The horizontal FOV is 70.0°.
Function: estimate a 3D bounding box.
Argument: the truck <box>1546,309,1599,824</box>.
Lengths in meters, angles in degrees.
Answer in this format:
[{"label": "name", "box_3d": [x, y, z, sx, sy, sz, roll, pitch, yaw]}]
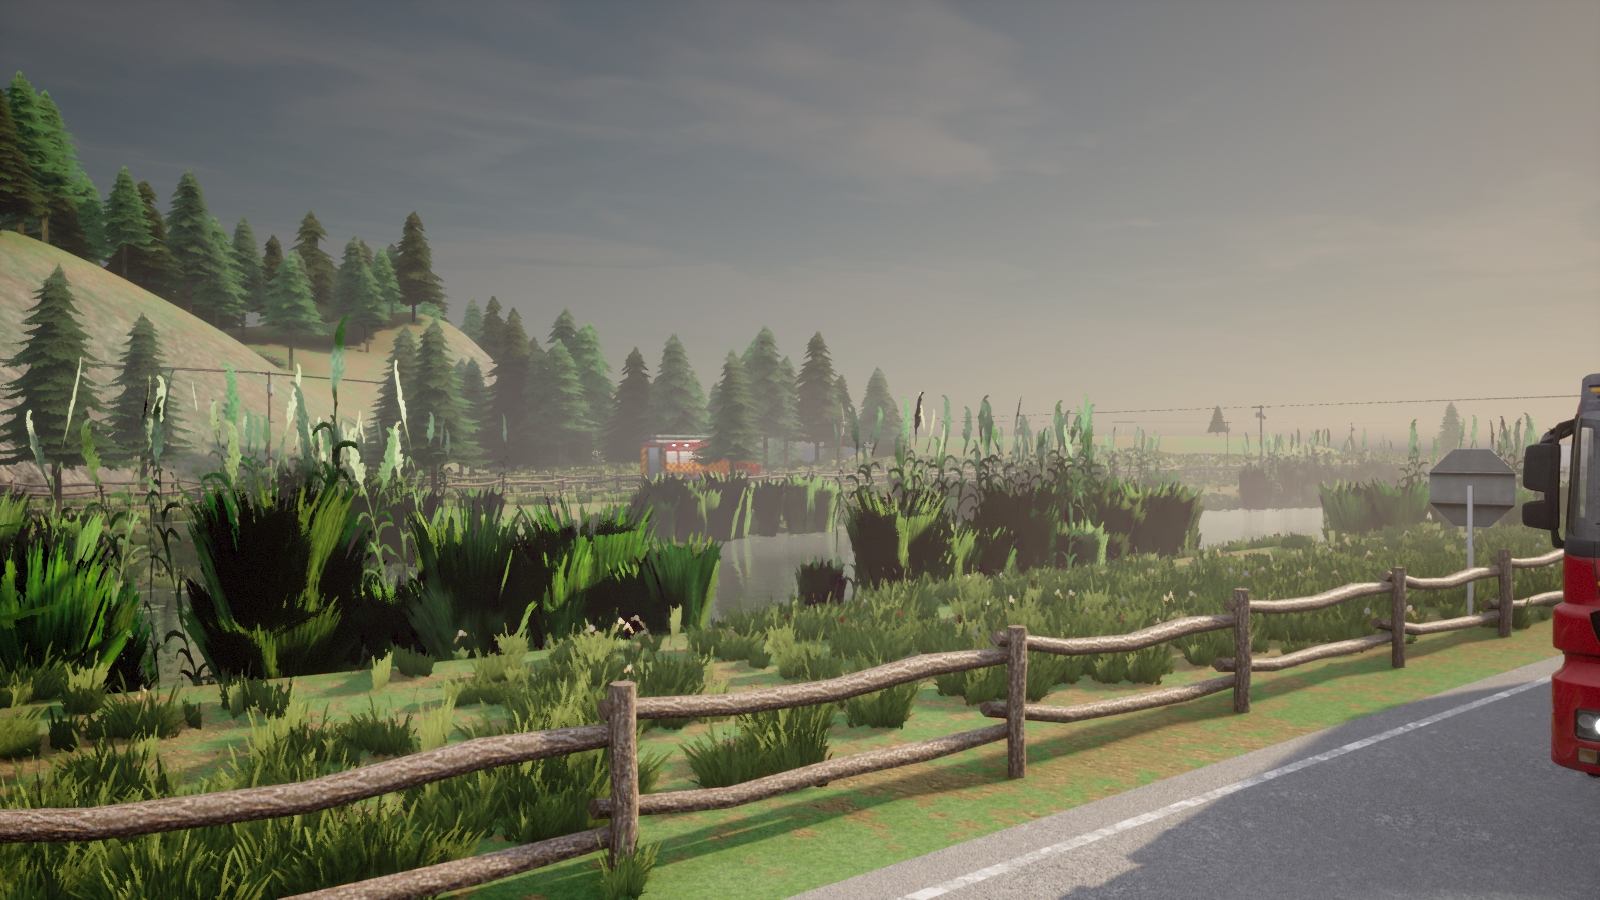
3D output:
[{"label": "truck", "box_3d": [9.563, 0.862, 10.965, 2.891, 3.827, 8.468, 0, 0, 41]}]

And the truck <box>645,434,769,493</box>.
[{"label": "truck", "box_3d": [-6.233, 0.890, 77.775, 8.468, 3.827, 2.891, 0, 0, -43]}]
